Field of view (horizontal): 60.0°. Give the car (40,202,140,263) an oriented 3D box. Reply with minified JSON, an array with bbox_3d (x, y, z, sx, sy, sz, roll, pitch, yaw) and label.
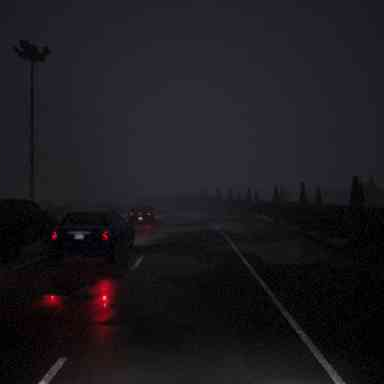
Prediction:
[{"bbox_3d":[-3.426,1.387,12.233,2.097,1.767,4.553,0,0,0],"label":"car"}]

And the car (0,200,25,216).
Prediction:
[{"bbox_3d":[-19.464,1.648,34.944,2.033,1.411,5.357,0,0,-11],"label":"car"}]

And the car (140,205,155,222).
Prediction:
[{"bbox_3d":[-4.017,1.678,26.897,1.895,1.301,4.718,0,0,-5],"label":"car"}]

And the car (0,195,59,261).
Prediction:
[{"bbox_3d":[-6.919,1.256,12.488,2.150,2.045,5.566,0,0,0],"label":"car"}]

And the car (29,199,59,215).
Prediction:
[{"bbox_3d":[-16.396,1.598,37.061,2.128,1.511,4.902,0,0,-12],"label":"car"}]

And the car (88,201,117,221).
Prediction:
[{"bbox_3d":[-7.838,1.610,29.520,1.812,1.442,4.674,0,0,-7],"label":"car"}]
